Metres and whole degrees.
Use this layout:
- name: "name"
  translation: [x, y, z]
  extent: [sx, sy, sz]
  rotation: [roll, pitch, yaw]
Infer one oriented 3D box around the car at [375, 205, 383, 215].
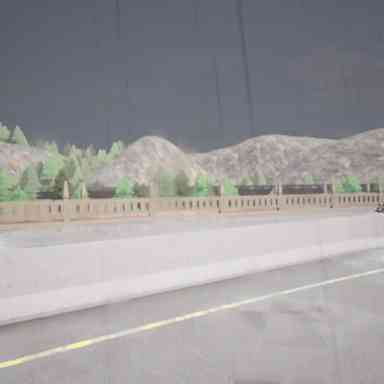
- name: "car"
  translation: [14.984, 1.105, 23.005]
  extent: [4.892, 1.490, 1.837]
  rotation: [0, 0, -20]
